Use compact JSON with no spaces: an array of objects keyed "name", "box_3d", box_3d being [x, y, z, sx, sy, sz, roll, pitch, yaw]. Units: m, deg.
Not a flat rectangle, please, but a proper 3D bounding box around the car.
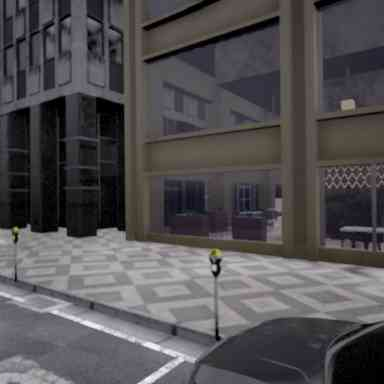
[{"name":"car","box_3d":[2.162,1.501,1.901,4.892,1.490,1.837,0,0,35]}]
